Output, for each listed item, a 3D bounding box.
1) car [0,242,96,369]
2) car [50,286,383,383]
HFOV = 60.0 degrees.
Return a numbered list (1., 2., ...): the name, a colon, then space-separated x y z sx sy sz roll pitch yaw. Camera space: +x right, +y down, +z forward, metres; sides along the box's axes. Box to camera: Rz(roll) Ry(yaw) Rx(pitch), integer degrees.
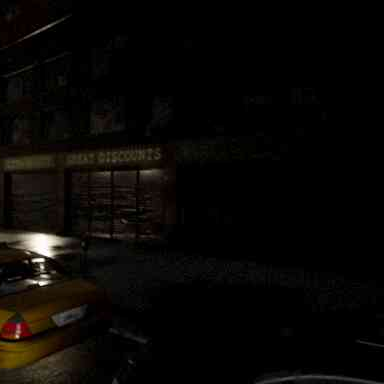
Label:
1. car: -3.405 1.514 5.526 4.829 1.417 1.752 0 1 36
2. car: 1.277 1.550 2.177 4.403 1.369 2.008 0 1 36
